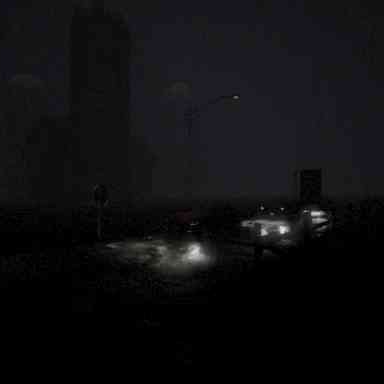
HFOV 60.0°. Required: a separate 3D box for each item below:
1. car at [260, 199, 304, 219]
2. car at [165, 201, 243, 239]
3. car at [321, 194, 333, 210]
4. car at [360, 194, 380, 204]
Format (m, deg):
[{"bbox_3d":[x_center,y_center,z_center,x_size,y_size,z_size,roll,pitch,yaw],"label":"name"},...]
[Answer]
[{"bbox_3d":[6.857,1.204,25.029,1.895,1.301,4.718,1,1,35],"label":"car"},{"bbox_3d":[0.712,1.235,16.292,1.882,1.535,5.008,1,1,35],"label":"car"},{"bbox_3d":[12.827,0.949,33.503,2.128,1.511,4.902,1,1,35],"label":"car"},{"bbox_3d":[22.952,0.878,42.794,1.994,1.385,4.181,1,1,35],"label":"car"}]
